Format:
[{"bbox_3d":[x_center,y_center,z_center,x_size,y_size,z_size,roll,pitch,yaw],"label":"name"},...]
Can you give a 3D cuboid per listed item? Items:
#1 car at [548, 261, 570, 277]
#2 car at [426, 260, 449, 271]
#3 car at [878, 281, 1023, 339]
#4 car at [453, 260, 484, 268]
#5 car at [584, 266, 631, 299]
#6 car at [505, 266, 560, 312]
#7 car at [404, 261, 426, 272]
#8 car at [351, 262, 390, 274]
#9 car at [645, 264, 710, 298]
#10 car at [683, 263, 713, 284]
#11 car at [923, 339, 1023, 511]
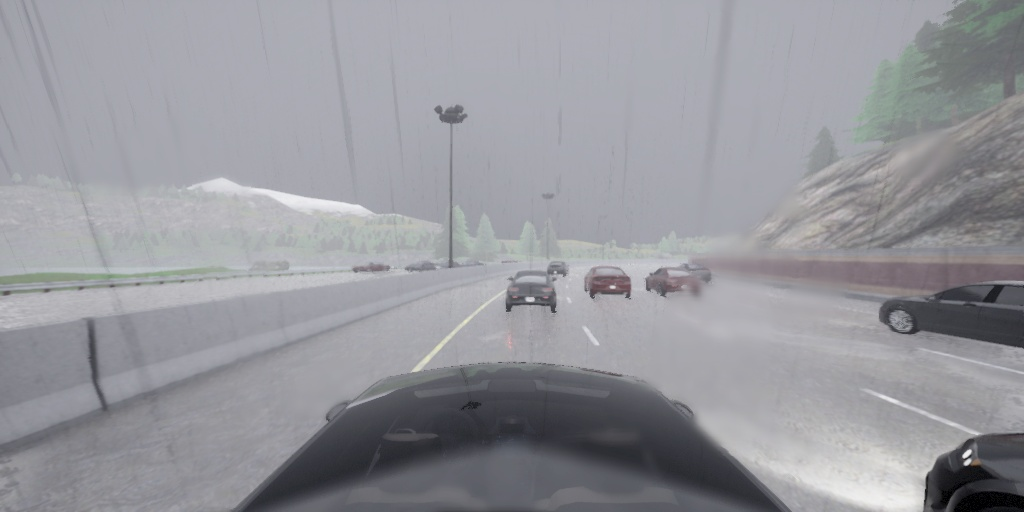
[{"bbox_3d":[4.669,1.280,36.124,1.837,1.490,4.892,0,0,14],"label":"car"},{"bbox_3d":[-7.965,1.229,43.700,2.128,1.511,4.902,0,0,16],"label":"car"},{"bbox_3d":[10.859,1.290,7.747,1.837,1.490,4.892,0,0,3],"label":"car"},{"bbox_3d":[-4.820,1.294,42.168,2.033,1.411,5.357,0,0,16],"label":"car"},{"bbox_3d":[4.819,1.248,18.540,1.882,1.535,5.008,0,0,7],"label":"car"},{"bbox_3d":[0.804,1.282,14.253,1.812,1.442,4.674,0,0,5],"label":"car"},{"bbox_3d":[-11.295,1.276,44.892,2.033,1.411,5.357,0,0,16],"label":"car"},{"bbox_3d":[-16.010,1.313,40.841,1.895,1.301,4.718,0,0,15],"label":"car"},{"bbox_3d":[8.383,1.307,18.902,1.812,1.442,4.674,0,0,7],"label":"car"},{"bbox_3d":[13.257,1.290,26.675,2.128,1.511,4.902,0,0,11],"label":"car"},{"bbox_3d":[3.689,1.325,0.552,1.994,1.385,4.181,0,0,0],"label":"car"}]
